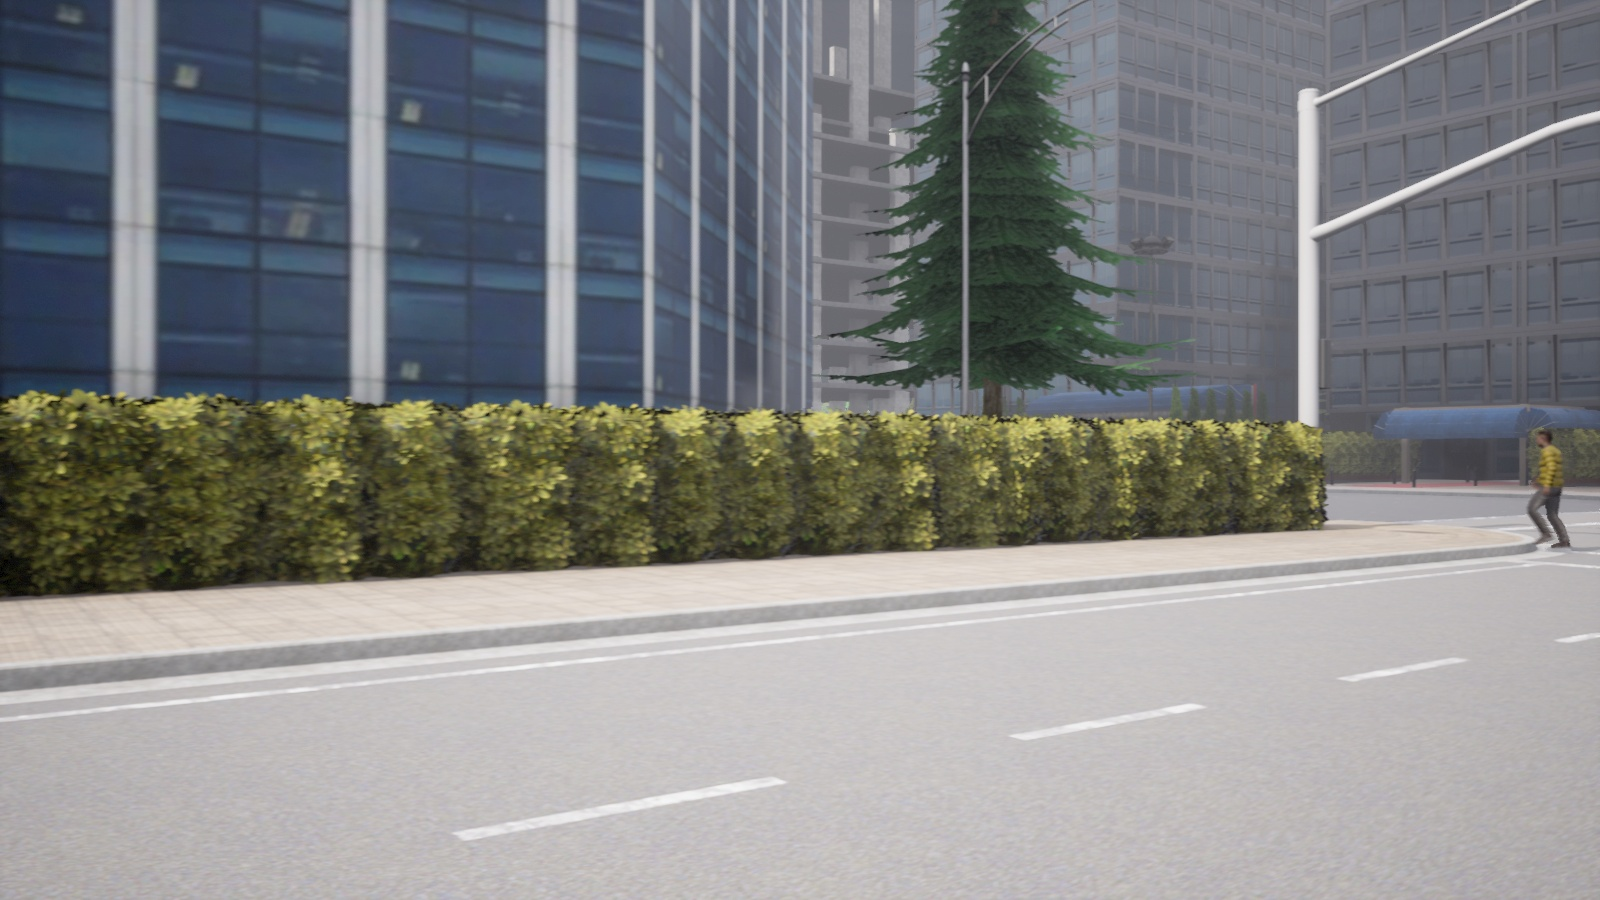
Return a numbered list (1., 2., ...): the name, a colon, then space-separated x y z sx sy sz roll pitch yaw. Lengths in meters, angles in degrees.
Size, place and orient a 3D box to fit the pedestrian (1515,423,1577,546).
1. pedestrian: 11.360 0.518 19.124 0.431 1.840 0.709 0 0 -39
